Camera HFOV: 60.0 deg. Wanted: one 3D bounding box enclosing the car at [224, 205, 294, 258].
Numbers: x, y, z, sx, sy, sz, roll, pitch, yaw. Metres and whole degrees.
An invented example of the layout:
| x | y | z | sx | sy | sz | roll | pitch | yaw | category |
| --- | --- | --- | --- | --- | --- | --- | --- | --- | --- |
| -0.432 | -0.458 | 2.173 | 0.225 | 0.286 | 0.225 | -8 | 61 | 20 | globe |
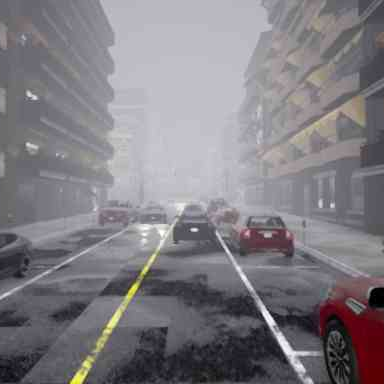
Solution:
| x | y | z | sx | sy | sz | roll | pitch | yaw | category |
| --- | --- | --- | --- | --- | --- | --- | --- | --- | --- |
| 2.564 | 1.498 | 13.126 | 1.967 | 1.590 | 4.097 | 1 | 0 | 0 | car |

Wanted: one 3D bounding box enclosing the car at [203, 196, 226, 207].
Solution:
| x | y | z | sx | sy | sz | roll | pitch | yaw | category |
| --- | --- | --- | --- | --- | --- | --- | --- | --- | --- |
| 2.590 | 1.494 | 35.252 | 2.192 | 1.841 | 5.009 | 1 | 0 | 0 | car |

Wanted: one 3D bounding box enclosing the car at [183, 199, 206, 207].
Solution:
| x | y | z | sx | sy | sz | roll | pitch | yaw | category |
| --- | --- | --- | --- | --- | --- | --- | --- | --- | --- |
| 0.120 | 1.688 | 32.619 | 1.812 | 1.442 | 4.674 | 0 | 0 | 0 | car |

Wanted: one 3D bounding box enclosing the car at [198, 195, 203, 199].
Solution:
| x | y | z | sx | sy | sz | roll | pitch | yaw | category |
| --- | --- | --- | --- | --- | --- | --- | --- | --- | --- |
| 2.676 | 1.824 | 84.495 | 2.192 | 1.841 | 5.009 | 1 | 0 | 0 | car |

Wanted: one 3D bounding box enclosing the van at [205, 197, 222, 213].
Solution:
| x | y | z | sx | sy | sz | roll | pitch | yaw | category |
| --- | --- | --- | --- | --- | --- | --- | --- | --- | --- |
| 2.595 | 1.555 | 40.784 | 1.690 | 1.788 | 3.998 | 1 | 0 | 0 | van |

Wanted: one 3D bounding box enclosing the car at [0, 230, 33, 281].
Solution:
| x | y | z | sx | sy | sz | roll | pitch | yaw | category |
| --- | --- | --- | --- | --- | --- | --- | --- | --- | --- |
| -5.291 | 1.598 | 7.662 | 1.947 | 1.339 | 4.313 | 1 | 0 | 0 | car |

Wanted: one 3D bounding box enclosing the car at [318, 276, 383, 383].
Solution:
| x | y | z | sx | sy | sz | roll | pitch | yaw | category |
| --- | --- | --- | --- | --- | --- | --- | --- | --- | --- |
| 2.555 | 1.324 | 2.064 | 2.192 | 1.841 | 5.009 | 1 | 0 | 0 | car |

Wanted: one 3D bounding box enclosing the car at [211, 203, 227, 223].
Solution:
| x | y | z | sx | sy | sz | roll | pitch | yaw | category |
| --- | --- | --- | --- | --- | --- | --- | --- | --- | --- |
| 2.573 | 1.696 | 24.188 | 1.802 | 1.307 | 4.206 | 1 | 0 | 0 | car |

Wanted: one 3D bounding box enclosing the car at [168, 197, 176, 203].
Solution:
| x | y | z | sx | sy | sz | roll | pitch | yaw | category |
| --- | --- | --- | --- | --- | --- | --- | --- | --- | --- |
| -5.208 | 2.074 | 84.456 | 1.947 | 1.339 | 4.313 | 1 | 0 | 0 | car |

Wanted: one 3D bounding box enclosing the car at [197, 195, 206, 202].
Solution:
| x | y | z | sx | sy | sz | roll | pitch | yaw | category |
| --- | --- | --- | --- | --- | --- | --- | --- | --- | --- |
| 2.687 | 1.905 | 95.619 | 2.192 | 1.841 | 5.009 | 1 | -1 | 0 | car |

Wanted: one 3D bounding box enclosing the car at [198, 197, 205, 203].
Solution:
| x | y | z | sx | sy | sz | roll | pitch | yaw | category |
| --- | --- | --- | --- | --- | --- | --- | --- | --- | --- |
| 2.679 | 2.075 | 90.222 | 1.752 | 1.417 | 4.829 | 1 | 0 | 0 | car |

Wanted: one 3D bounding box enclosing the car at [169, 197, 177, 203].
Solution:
| x | y | z | sx | sy | sz | roll | pitch | yaw | category |
| --- | --- | --- | --- | --- | --- | --- | --- | --- | --- |
| -5.202 | 2.113 | 90.017 | 1.947 | 1.339 | 4.313 | 1 | 0 | 0 | car |

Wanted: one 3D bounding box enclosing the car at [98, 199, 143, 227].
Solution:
| x | y | z | sx | sy | sz | roll | pitch | yaw | category |
| --- | --- | --- | --- | --- | --- | --- | --- | --- | --- |
| -5.268 | 1.429 | 24.253 | 2.192 | 1.841 | 5.009 | 1 | 0 | 0 | car |

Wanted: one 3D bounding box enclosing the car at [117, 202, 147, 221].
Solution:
| x | y | z | sx | sy | sz | roll | pitch | yaw | category |
| --- | --- | --- | --- | --- | --- | --- | --- | --- | --- |
| -5.267 | 1.690 | 29.783 | 1.887 | 1.381 | 4.507 | 1 | 0 | 0 | car |

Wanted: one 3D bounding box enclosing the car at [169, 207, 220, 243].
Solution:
| x | y | z | sx | sy | sz | roll | pitch | yaw | category |
| --- | --- | --- | --- | --- | --- | --- | --- | --- | --- |
| 0.113 | 1.638 | 16.550 | 1.994 | 1.385 | 4.181 | 0 | 0 | 0 | car |

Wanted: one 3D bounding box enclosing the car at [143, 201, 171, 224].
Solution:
| x | y | z | sx | sy | sz | roll | pitch | yaw | category |
| --- | --- | --- | --- | --- | --- | --- | --- | --- | --- |
| -2.821 | 1.687 | 25.848 | 1.994 | 1.385 | 4.181 | 0 | 0 | 0 | car |
